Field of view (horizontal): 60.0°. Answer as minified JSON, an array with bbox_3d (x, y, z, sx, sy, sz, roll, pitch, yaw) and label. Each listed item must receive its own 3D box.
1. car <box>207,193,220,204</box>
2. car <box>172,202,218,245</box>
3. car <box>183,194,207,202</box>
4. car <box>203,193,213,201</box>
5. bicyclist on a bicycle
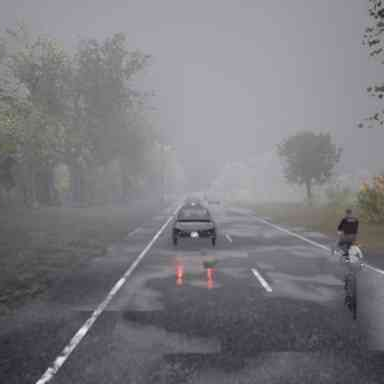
[{"bbox_3d":[3.614,1.374,56.471,1.994,1.385,4.181,0,0,0],"label":"car"},{"bbox_3d":[0.102,1.439,15.300,2.128,1.511,4.902,0,0,0],"label":"car"},{"bbox_3d":[0.108,1.236,33.914,2.097,1.767,4.553,0,0,0],"label":"car"},{"bbox_3d":[3.520,1.110,73.360,2.097,1.767,4.553,0,0,0],"label":"car"},{"bbox_3d":[4.468,1.337,9.694,0.659,1.776,1.843,0,0,0],"label":"bicyclist on a bicycle"}]
